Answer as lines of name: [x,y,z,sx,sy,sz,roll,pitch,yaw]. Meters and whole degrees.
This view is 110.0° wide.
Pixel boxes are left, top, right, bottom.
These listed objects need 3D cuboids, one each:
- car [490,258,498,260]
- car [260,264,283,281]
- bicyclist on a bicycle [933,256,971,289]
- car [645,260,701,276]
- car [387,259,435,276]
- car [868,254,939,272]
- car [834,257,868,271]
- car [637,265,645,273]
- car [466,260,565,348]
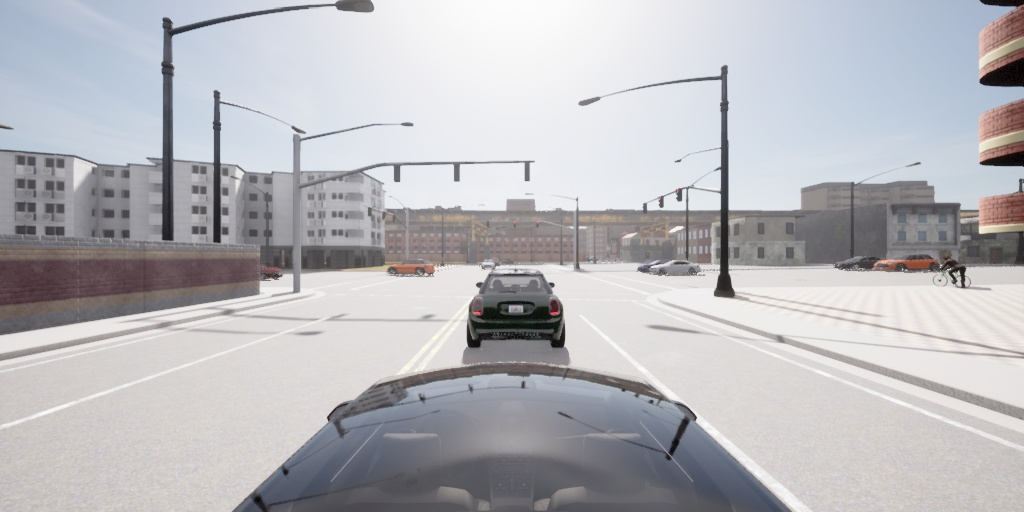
car: [-3.524,1.270,53.357,1.812,1.442,4.674,0,0,0]
car: [-21.515,1.225,29.333,5.008,1.535,1.882,0,0,0]
bicyclist on a bicycle: [22.671,0.842,18.521,0.582,1.620,1.656,-1,0,1]
car: [15.963,1.156,35.175,4.674,1.442,1.812,-1,0,2]
car: [-10.160,1.088,35.970,4.553,1.767,2.097,0,0,16]
car: [38.006,0.634,34.678,4.553,1.767,2.097,-1,0,1]
car: [37.263,0.801,38.197,4.892,1.490,1.837,-1,0,1]
car: [15.934,1.160,38.657,4.674,1.442,1.812,-1,0,1]
car: [0.091,1.101,9.431,2.097,1.767,4.553,0,0,0]
